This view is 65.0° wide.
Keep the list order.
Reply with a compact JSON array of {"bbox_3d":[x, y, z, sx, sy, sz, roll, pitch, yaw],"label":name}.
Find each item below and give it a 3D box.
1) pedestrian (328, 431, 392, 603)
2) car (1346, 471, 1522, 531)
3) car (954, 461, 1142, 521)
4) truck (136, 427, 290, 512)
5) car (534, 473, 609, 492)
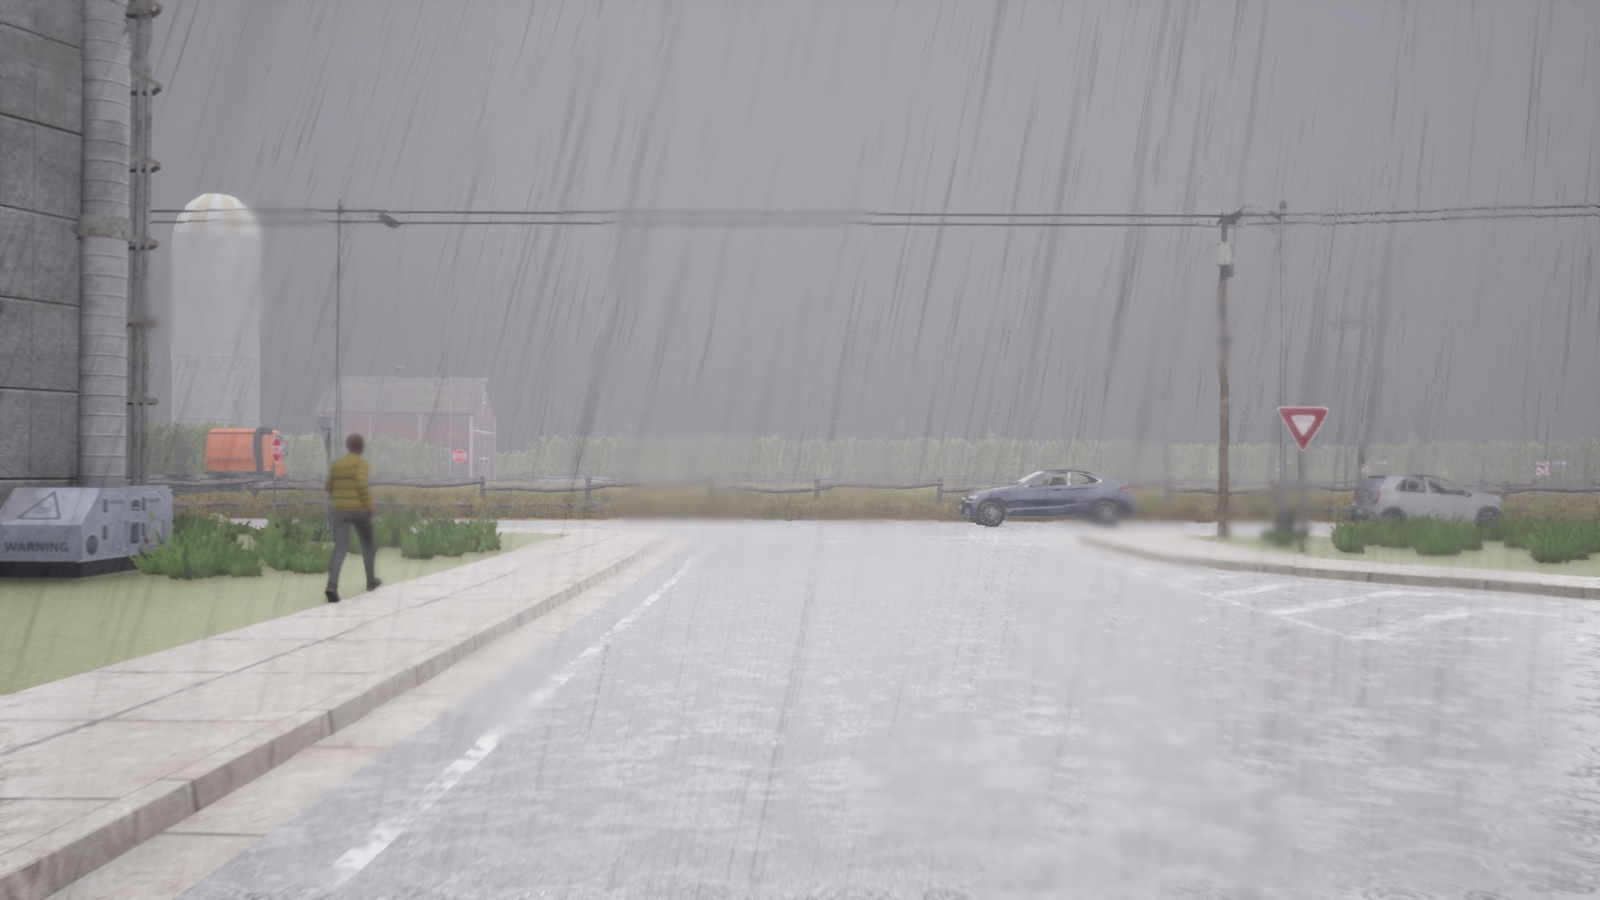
[{"bbox_3d":[-4.820,0.720,13.794,0.370,1.835,0.726,0,-1,8],"label":"pedestrian"},{"bbox_3d":[16.491,1.311,32.772,3.633,1.501,1.845,0,-1,-2],"label":"car"},{"bbox_3d":[7.100,1.175,36.433,5.027,1.651,2.152,0,-1,1],"label":"car"},{"bbox_3d":[-25.438,0.851,54.935,2.891,3.462,7.936,0,-1,1],"label":"truck"},{"bbox_3d":[-15.594,2.210,85.902,4.718,1.301,1.895,0,-1,1],"label":"car"}]
